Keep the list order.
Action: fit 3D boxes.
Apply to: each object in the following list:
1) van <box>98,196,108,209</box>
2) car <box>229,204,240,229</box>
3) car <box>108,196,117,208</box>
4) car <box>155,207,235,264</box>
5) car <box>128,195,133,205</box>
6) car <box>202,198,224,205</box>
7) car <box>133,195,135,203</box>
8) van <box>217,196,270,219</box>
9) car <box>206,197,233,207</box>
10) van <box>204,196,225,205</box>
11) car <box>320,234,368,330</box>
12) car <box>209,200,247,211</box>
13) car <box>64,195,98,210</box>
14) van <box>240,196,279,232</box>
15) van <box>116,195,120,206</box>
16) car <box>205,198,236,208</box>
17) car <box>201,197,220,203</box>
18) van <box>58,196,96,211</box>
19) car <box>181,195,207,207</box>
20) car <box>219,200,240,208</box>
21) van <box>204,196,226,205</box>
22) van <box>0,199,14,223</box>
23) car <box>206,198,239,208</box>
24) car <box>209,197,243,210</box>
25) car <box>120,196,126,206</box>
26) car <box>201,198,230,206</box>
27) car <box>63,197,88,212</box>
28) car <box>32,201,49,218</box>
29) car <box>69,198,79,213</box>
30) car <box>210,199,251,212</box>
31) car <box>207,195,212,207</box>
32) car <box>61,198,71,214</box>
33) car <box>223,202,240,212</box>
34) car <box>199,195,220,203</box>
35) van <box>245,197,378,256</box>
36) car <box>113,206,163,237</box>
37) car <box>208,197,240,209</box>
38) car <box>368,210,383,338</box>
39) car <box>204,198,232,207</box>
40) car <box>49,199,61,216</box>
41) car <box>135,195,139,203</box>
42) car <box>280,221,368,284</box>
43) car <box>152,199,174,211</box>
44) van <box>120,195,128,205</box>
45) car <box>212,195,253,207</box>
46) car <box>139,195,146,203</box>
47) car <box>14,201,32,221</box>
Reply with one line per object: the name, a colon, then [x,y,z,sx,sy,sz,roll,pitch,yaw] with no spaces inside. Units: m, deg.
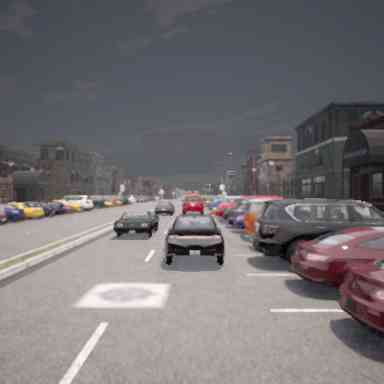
van: [-15.633,1.570,50.776,4.442,1.987,1.878,0,-1,0]
car: [4.702,1.584,18.979,4.674,1.452,2.002,0,0,0]
car: [-15.334,1.821,53.533,5.366,1.575,1.946,0,-1,0]
car: [0.088,1.527,11.959,2.128,1.511,4.902,0,0,0]
car: [-15.562,1.719,67.322,5.566,2.045,2.435,0,-1,0]
car: [4.683,2.009,74.434,4.892,1.521,2.231,0,-1,0]
car: [-15.571,1.904,72.960,4.553,1.767,2.185,0,-1,0]
van: [4.585,1.379,29.971,4.442,1.987,1.878,0,0,0]
car: [4.725,1.713,57.760,4.553,1.767,2.185,0,-1,0]
van: [4.807,1.754,71.657,4.442,1.987,1.878,0,-1,0]
car: [4.705,1.532,5.024,4.674,1.452,2.002,0,0,0]
car: [4.695,1.748,43.863,4.674,1.452,2.002,0,-1,0]
car: [-15.536,1.468,42.506,5.566,2.045,2.435,0,0,0]
van: [4.822,1.305,16.076,4.442,1.987,1.878,0,0,0]
van: [-15.642,1.655,59.049,4.442,1.987,1.878,0,-1,0]
car: [4.690,1.811,54.978,5.008,1.535,2.097,0,-1,0]
car: [4.657,2.144,85.551,4.792,1.488,2.163,0,-1,0]
van: [-15.627,1.518,45.264,4.442,1.987,1.878,0,-1,0]
car: [0.090,1.377,34.517,2.150,2.045,5.566,0,0,0]
car: [4.696,1.573,24.412,4.892,1.521,2.231,0,0,0]
van: [4.807,1.727,68.878,4.442,1.987,1.878,0,-1,0]
van: [-15.369,1.354,23.330,4.442,1.987,1.878,0,0,0]
car: [4.701,1.784,52.201,4.892,1.521,2.231,0,-1,0]
car: [4.665,1.607,46.644,4.553,1.767,2.185,0,-1,0]
car: [-15.533,1.910,61.804,5.008,1.535,2.097,0,-1,0]
car: [4.507,1.893,63.317,5.366,1.575,1.946,0,-1,0]
car: [-15.510,1.696,39.748,5.008,1.535,2.097,0,0,0]
car: [-15.678,1.611,28.720,5.366,1.575,1.946,0,0,0]
car: [-15.504,1.714,36.990,4.674,1.452,2.002,0,0,0]
car: [4.692,1.686,41.085,4.892,1.521,2.231,0,0,0]
car: [4.671,1.391,35.529,5.566,2.045,2.435,0,0,0]
car: [-15.528,1.682,34.234,4.792,1.488,2.163,0,0,0]
car: [4.674,1.586,21.633,4.792,1.488,2.163,0,0,0]
car: [4.657,1.890,88.334,5.566,2.045,2.435,0,-1,0]
van: [4.589,1.293,13.298,4.442,1.987,1.878,0,0,0]
car: [-2.906,1.662,18.430,1.895,1.301,4.718,0,0,0]
car: [4.665,1.631,49.424,4.553,1.767,2.185,0,-1,0]
car: [4.680,1.234,2.306,5.566,2.045,2.435,0,0,0]
car: [4.688,1.867,60.538,5.008,1.535,2.097,0,-1,0]
car: [-15.489,1.633,31.476,4.892,1.521,2.231,0,0,0]
car: [-15.571,1.805,75.596,5.566,2.045,2.435,0,-1,0]
car: [4.705,1.540,7.738,4.674,1.452,2.002,0,0,0]
car: [-2.911,1.729,35.890,1.994,1.385,4.181,0,0,0]
van: [-15.414,1.715,64.564,4.442,1.987,1.878,0,-1,0]
car: [4.674,1.336,27.194,5.566,2.045,2.435,0,0,0]
car: [-15.528,2.212,89.381,4.792,1.488,2.163,0,0,0]
car: [-15.487,1.636,25.961,4.674,1.452,2.002,0,0,0]
